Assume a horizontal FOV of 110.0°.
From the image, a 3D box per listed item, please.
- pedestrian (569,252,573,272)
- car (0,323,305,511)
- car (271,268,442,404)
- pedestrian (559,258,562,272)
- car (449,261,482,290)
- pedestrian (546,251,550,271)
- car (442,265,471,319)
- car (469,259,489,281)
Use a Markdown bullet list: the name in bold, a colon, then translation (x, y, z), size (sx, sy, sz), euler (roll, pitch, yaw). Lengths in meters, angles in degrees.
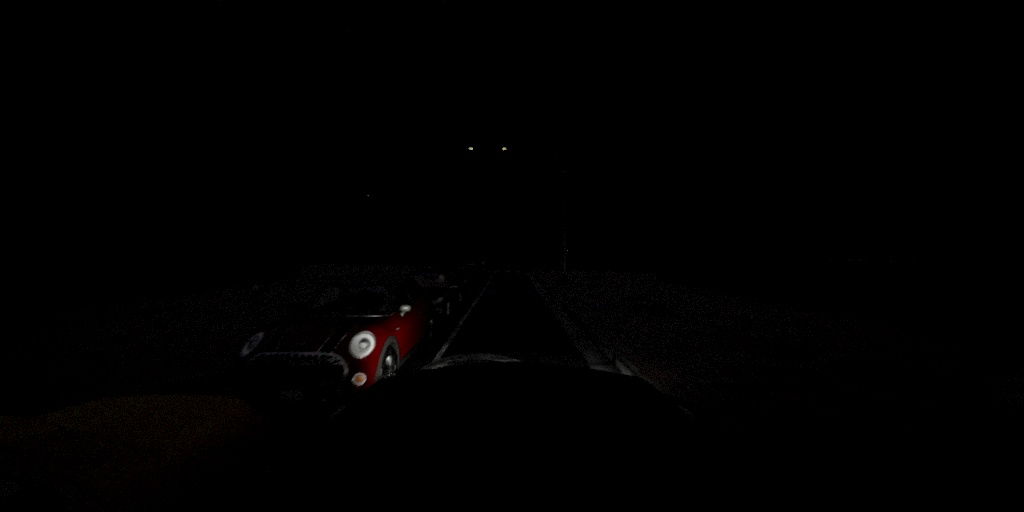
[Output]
- **pedestrian**: translation (5.354, 0.501, 32.837), size (0.375, 1.860, 0.375), euler (1, 0, 0)
- **car**: translation (-2.631, 1.291, 0.604), size (1.751, 1.417, 4.829), euler (0, 0, 0)
- **car**: translation (-2.660, 1.118, 6.311), size (1.967, 1.591, 4.097), euler (0, 0, 0)
- **pedestrian**: translation (4.357, 0.745, 32.233), size (0.375, 1.300, 0.375), euler (1, 0, 0)
- **car**: translation (-2.715, 1.082, 17.390), size (1.948, 1.339, 4.313), euler (0, 0, 0)
- **pedestrian**: translation (3.351, 0.421, 33.426), size (0.375, 1.860, 0.375), euler (1, 0, 0)
- **car**: translation (-2.687, 1.146, 11.850), size (2.007, 1.370, 4.403), euler (0, 0, 0)
- **car**: translation (-2.743, 0.982, 22.929), size (1.888, 1.381, 4.507), euler (0, 0, 0)
